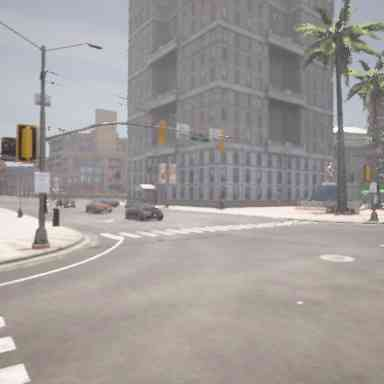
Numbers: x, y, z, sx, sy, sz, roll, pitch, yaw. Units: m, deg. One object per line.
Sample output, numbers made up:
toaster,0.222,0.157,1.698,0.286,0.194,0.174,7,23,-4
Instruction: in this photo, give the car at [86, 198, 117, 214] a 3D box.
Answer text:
car,-10.503,1.650,37.326,1.812,1.442,4.674,1,0,-36

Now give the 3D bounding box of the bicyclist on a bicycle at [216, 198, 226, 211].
bicyclist on a bicycle,3.706,1.567,42.365,1.656,1.620,0.582,0,0,-36

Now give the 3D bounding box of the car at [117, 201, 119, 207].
car,-13.362,1.739,53.444,2.033,1.411,5.357,1,0,-36

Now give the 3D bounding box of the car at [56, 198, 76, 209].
car,-18.260,1.626,48.107,1.837,1.490,4.892,1,0,-36

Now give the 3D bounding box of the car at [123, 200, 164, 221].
car,-4.103,1.689,28.408,1.994,1.385,4.181,1,0,-36
